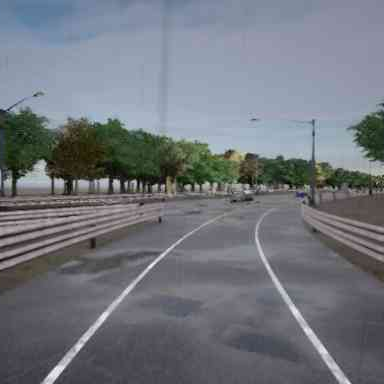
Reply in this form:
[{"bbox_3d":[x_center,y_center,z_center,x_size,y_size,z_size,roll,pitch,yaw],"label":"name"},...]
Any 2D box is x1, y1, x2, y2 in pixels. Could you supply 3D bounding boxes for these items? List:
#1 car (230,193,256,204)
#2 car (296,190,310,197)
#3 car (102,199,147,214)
[{"bbox_3d":[7.517,0.920,49.088,2.033,1.411,5.357,1,2,36],"label":"car"},{"bbox_3d":[23.968,0.333,71.749,1.882,1.535,5.008,1,2,36],"label":"car"},{"bbox_3d":[-6.078,1.324,30.359,1.812,1.442,4.674,1,2,36],"label":"car"}]
